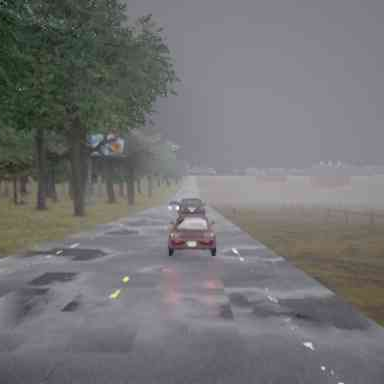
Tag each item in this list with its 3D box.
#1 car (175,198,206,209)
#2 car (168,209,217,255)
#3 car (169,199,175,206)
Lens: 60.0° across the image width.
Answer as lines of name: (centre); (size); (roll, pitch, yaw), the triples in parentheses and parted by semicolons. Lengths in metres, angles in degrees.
car: (-0.001, 1.492, 27.569); (2.150, 2.045, 5.566); (0, 0, 0)
car: (0.019, 1.663, 13.920); (1.812, 1.442, 4.674); (0, 0, 0)
car: (-3.540, 2.084, 65.635); (1.895, 1.301, 4.718); (0, 0, 0)
